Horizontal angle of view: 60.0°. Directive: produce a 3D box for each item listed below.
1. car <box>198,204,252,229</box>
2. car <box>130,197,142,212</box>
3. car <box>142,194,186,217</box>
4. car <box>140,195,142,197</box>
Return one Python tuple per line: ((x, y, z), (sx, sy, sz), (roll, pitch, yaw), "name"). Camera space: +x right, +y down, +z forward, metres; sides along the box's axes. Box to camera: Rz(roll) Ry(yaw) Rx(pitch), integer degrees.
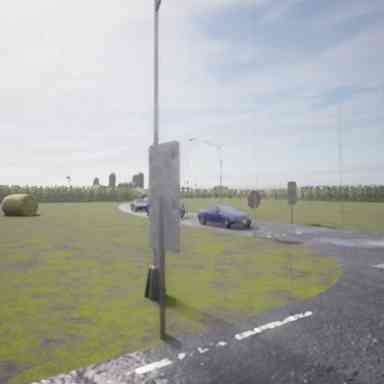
((2.090, 1.575, 22.615), (1.812, 1.442, 4.674), (-1, 0, -30), "car")
((-6.446, 1.642, 41.164), (2.033, 1.411, 5.357), (-1, 0, -19), "car")
((-2.546, 1.296, 31.444), (2.150, 2.045, 5.566), (-1, 0, -27), "car")
((-6.863, 1.613, 52.802), (1.812, 1.442, 4.674), (0, 0, -12), "car")
